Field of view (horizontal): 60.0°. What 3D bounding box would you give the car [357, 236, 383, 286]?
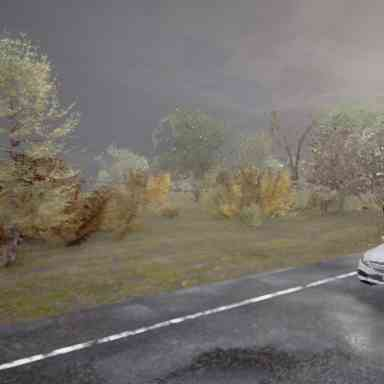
[{"bbox_3d":[6.043,1.552,8.349,4.674,1.442,1.812,0,0,-36],"label":"car"}]
